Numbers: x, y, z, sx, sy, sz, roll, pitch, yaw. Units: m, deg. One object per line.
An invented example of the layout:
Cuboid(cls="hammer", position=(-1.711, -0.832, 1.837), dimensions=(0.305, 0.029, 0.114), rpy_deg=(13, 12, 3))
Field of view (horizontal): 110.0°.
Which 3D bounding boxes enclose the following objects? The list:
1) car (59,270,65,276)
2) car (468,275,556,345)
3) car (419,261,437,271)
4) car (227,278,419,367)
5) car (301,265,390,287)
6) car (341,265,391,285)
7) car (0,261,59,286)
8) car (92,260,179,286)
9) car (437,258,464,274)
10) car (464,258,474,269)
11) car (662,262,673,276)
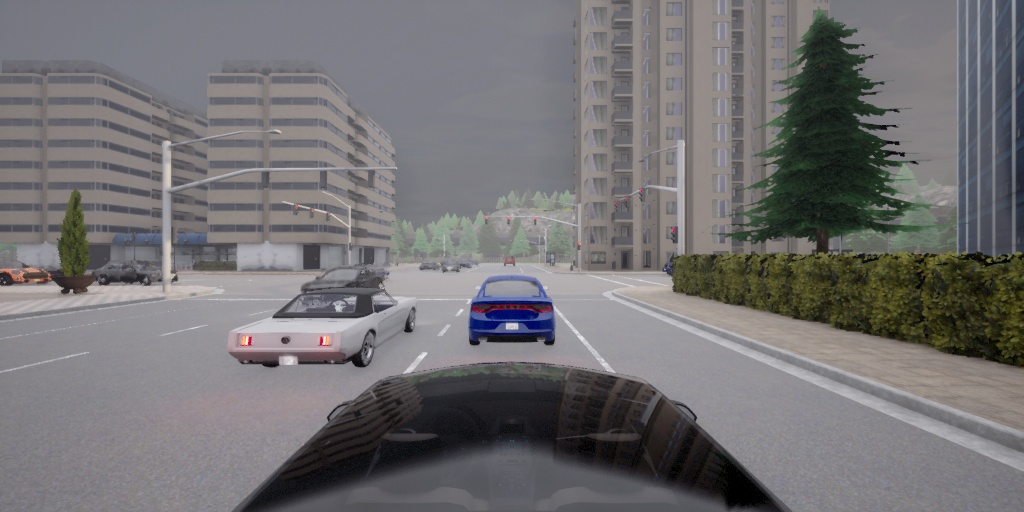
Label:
Cuboid(cls="car", position=(-38.613, 1.351, 28.318), dimensions=(4.718, 1.301, 1.895), rpy_deg=(0, 0, 0))
Cuboid(cls="car", position=(-0.004, 1.228, 9.507), dimensions=(1.882, 1.535, 5.008), rpy_deg=(0, 0, 0))
Cuboid(cls="car", position=(-11.008, 1.314, 47.729), dimensions=(1.994, 1.385, 4.181), rpy_deg=(0, 0, 0))
Cuboid(cls="car", position=(-3.496, 1.351, 7.841), dimensions=(1.895, 1.301, 4.718), rpy_deg=(0, 0, 0))
Cuboid(cls="car", position=(-7.223, 1.227, 15.739), dimensions=(1.882, 1.535, 5.008), rpy_deg=(0, 0, -1))
Cuboid(cls="car", position=(-10.825, 1.351, 26.968), dimensions=(1.895, 1.301, 4.718), rpy_deg=(0, 0, -1))
Cuboid(cls="car", position=(-35.097, 1.102, 24.810), dimensions=(4.553, 1.767, 2.097), rpy_deg=(0, 0, 0))
Cuboid(cls="car", position=(-25.946, 1.241, 24.780), dimensions=(4.902, 1.511, 2.128), rpy_deg=(0, 0, 1))
Cuboid(cls="car", position=(-7.141, 1.242, 42.054), dimensions=(2.128, 1.511, 4.902), rpy_deg=(0, 0, -6))
Cuboid(cls="car", position=(-7.571, 1.101, 55.702), dimensions=(2.097, 1.767, 4.553), rpy_deg=(0, 0, 0))
Cuboid(cls="car", position=(17.894, 0.971, 35.453), dimensions=(5.566, 2.045, 2.150), rpy_deg=(0, 0, 0))
